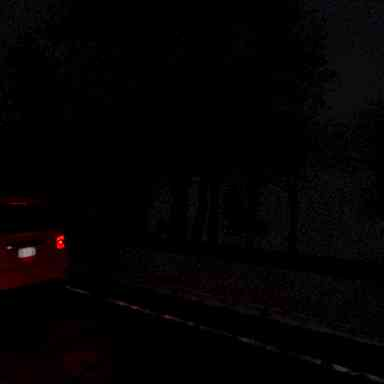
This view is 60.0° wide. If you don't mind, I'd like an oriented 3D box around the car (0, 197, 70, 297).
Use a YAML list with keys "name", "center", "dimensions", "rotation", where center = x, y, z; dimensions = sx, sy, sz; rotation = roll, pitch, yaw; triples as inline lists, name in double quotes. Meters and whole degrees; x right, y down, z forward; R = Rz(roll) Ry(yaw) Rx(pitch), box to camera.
- name: "car"
  center: [-5.006, 1.130, 7.256]
  dimensions: [5.566, 2.045, 2.150]
  rotation: [0, 0, 35]
